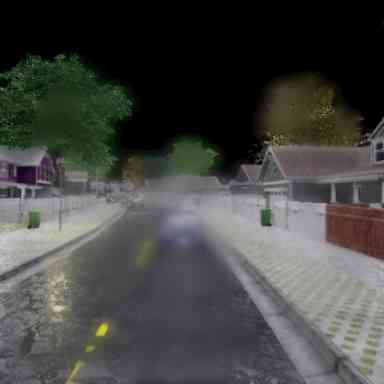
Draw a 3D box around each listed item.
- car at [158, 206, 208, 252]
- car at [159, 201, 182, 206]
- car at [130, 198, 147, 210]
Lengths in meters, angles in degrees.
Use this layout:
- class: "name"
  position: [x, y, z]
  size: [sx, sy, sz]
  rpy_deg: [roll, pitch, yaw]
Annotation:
- class: "car"
  position: [-0.429, 1.511, 13.662]
  size: [1.812, 1.442, 4.674]
  rpy_deg: [0, 0, -4]
- class: "car"
  position: [-1.861, 1.499, 28.892]
  size: [1.812, 1.442, 4.674]
  rpy_deg: [0, 0, -7]
- class: "car"
  position: [-6.805, 1.495, 41.632]
  size: [1.812, 1.442, 4.674]
  rpy_deg: [0, 0, -11]
